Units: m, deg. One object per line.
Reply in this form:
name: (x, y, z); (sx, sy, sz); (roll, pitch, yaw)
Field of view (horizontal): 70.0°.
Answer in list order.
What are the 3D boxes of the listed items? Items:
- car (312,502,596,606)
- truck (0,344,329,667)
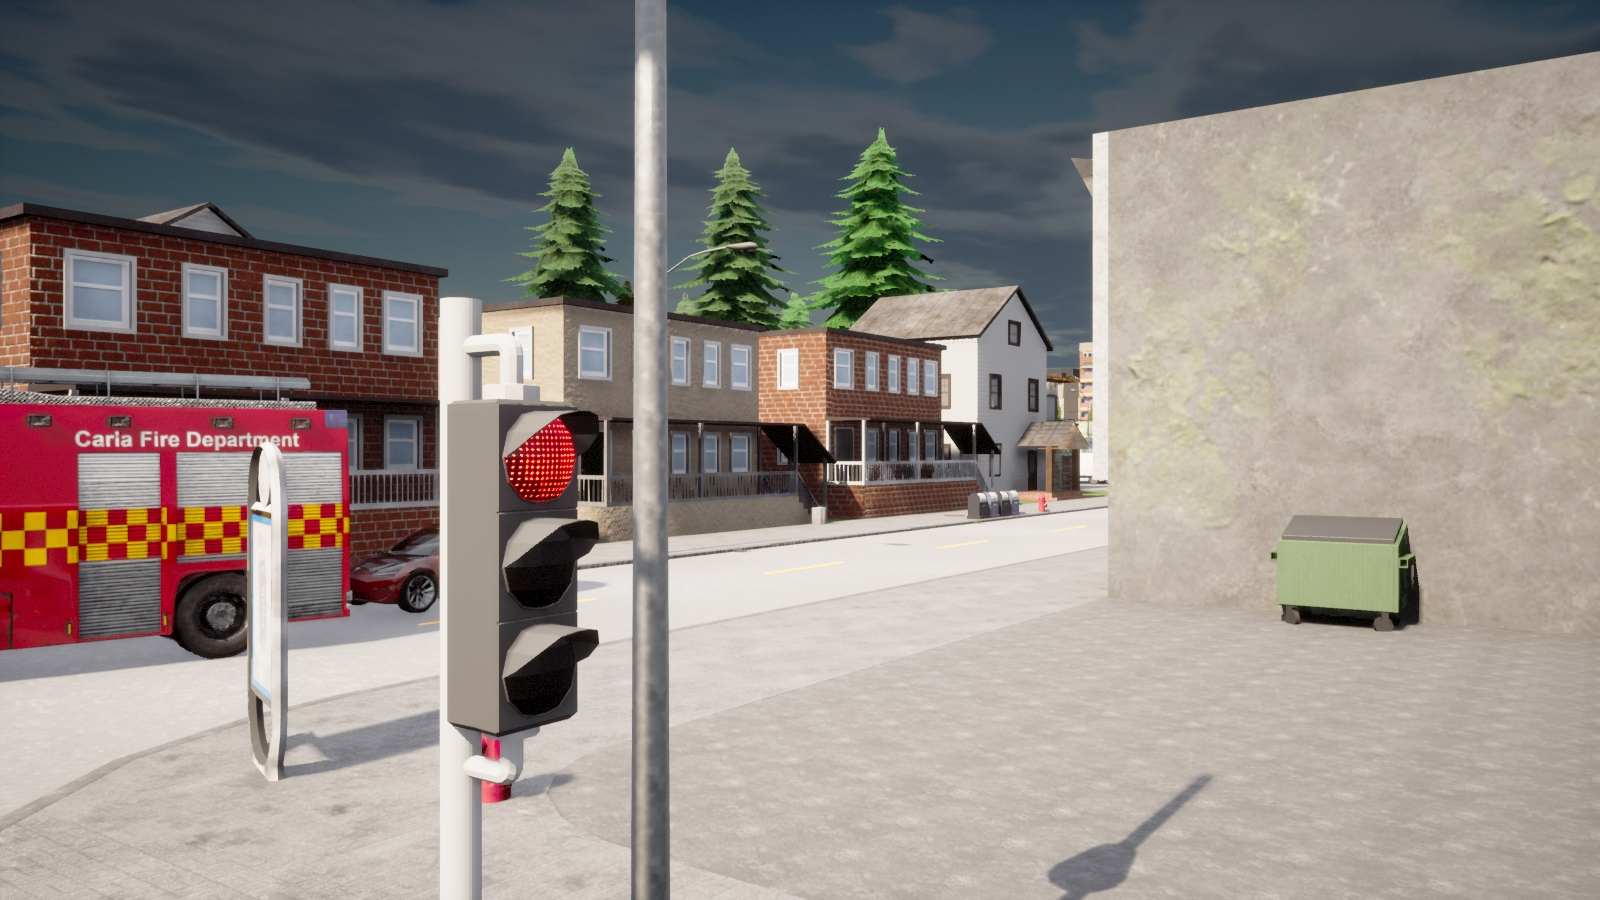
car: (-6.326, 1.835, 21.458); (2.163, 1.488, 4.792); (0, 0, 35)
truck: (-10.752, 0.661, 14.313); (8.468, 3.827, 2.891); (0, 0, -41)
